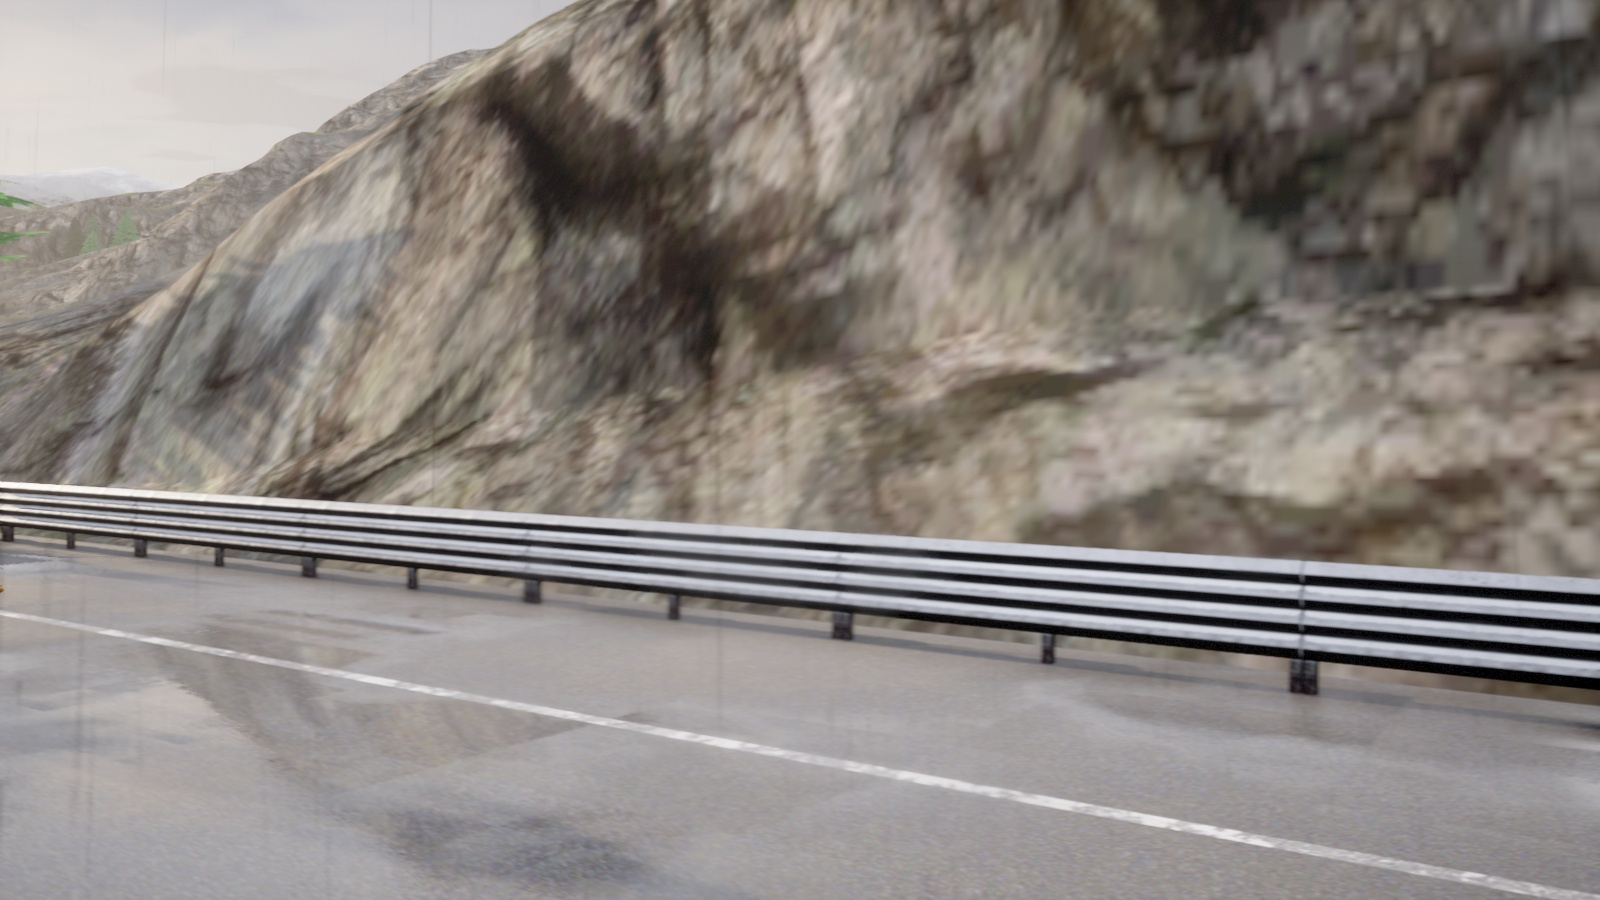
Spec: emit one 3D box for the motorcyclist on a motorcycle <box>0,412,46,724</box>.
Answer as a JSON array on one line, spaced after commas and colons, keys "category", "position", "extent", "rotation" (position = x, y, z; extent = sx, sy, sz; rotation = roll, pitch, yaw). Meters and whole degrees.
[{"category": "motorcyclist on a motorcycle", "position": [-5.302, 0.632, 7.152], "extent": [2.350, 1.649, 0.766], "rotation": [0, 1, 34]}]
